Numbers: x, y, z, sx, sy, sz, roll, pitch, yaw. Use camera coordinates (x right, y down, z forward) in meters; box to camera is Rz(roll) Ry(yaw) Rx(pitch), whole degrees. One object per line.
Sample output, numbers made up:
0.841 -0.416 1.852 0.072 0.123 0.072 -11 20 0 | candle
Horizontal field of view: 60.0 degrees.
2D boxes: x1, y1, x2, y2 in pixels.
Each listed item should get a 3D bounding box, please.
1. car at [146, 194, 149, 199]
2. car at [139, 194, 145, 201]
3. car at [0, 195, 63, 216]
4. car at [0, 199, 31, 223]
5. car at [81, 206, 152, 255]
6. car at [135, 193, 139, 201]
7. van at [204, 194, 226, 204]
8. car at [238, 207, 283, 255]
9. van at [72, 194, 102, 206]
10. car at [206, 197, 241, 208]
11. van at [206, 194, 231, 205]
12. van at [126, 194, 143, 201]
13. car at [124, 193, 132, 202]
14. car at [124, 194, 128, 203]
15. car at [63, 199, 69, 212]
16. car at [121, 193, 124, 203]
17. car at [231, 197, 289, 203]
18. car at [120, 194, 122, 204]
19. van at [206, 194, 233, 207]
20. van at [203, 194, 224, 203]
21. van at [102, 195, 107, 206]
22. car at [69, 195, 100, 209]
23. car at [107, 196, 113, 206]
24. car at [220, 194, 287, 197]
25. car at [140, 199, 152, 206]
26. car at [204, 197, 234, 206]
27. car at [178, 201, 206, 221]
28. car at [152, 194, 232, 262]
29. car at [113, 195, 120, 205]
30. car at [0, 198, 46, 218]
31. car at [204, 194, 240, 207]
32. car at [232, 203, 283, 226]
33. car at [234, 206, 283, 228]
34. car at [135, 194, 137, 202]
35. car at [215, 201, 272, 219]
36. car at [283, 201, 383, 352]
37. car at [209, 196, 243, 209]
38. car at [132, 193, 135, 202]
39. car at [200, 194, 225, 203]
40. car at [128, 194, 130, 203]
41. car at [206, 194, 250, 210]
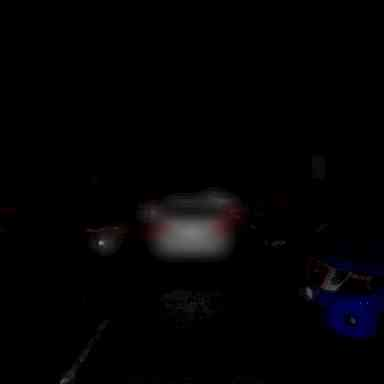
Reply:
-15.573 1.412 92.272 5.566 2.045 2.435 0 0 0 | car
-15.575 1.374 83.937 5.566 2.045 2.435 0 0 0 | car
-15.589 1.287 31.129 5.566 2.045 2.435 0 0 0 | car
-15.624 1.527 25.570 5.008 1.535 2.097 0 0 0 | car
-2.961 1.523 13.511 2.128 1.511 4.902 0 0 1 | car
-15.599 1.608 78.378 4.892 1.521 2.231 0 0 0 | car
4.721 1.383 68.678 4.442 1.987 1.878 0 0 0 | van
4.628 1.511 13.521 5.008 1.535 2.097 0 0 0 | car
-15.730 1.337 47.807 4.442 1.987 1.878 0 0 0 | van
4.609 1.598 49.248 5.008 1.535 2.097 0 0 0 | car
4.725 1.377 60.405 4.442 1.987 1.878 0 0 0 | van
-15.486 1.425 89.495 4.442 1.987 1.878 0 0 0 | van
-15.576 1.460 70.040 4.553 1.767 2.185 0 0 0 | car
-15.604 1.578 64.485 5.008 1.535 2.097 0 0 0 | car
-15.588 1.573 33.909 4.792 1.488 2.163 0 0 0 | car
-15.641 1.450 61.704 4.553 1.767 2.185 0 0 0 | car
4.597 1.415 21.795 4.553 1.767 2.185 0 0 0 | car
-15.605 1.573 58.925 5.008 1.535 2.097 0 0 0 | car
4.495 1.375 54.889 4.442 1.987 1.878 0 0 0 | van
4.718 1.393 74.191 4.442 1.987 1.878 0 0 0 | van
-15.729 1.340 50.586 4.442 1.987 1.878 0 0 0 | van
-15.608 1.561 45.027 4.892 1.521 2.231 0 0 0 | car
-15.614 1.609 53.366 4.674 1.452 2.002 0 0 0 | car
4.599 1.299 24.553 5.566 2.045 2.435 0 0 0 | car
-2.967 1.544 28.415 1.837 1.490 4.892 0 -1 0 | car
4.615 1.602 57.647 5.008 1.535 2.097 0 0 0 | car
0.028 1.532 28.209 2.128 1.511 4.902 0 -2 0 | car
0.027 1.250 12.365 2.150 2.045 5.566 0 0 1 | car
-15.426 1.568 56.145 5.366 1.575 1.946 0 0 0 | car
-15.612 1.534 28.350 4.892 1.521 2.231 0 0 0 | car
4.641 1.349 52.131 5.566 2.045 2.435 0 0 0 | car
4.627 1.571 19.166 4.674 1.452 2.002 0 0 0 | car
4.629 1.561 16.278 4.674 1.452 2.002 0 0 0 | car
-15.603 1.639 75.599 4.674 1.452 2.002 0 0 0 | car
4.595 1.597 30.068 4.792 1.488 2.163 0 0 0 | car
4.609 1.237 5.250 5.566 2.045 2.435 0 0 0 | car
4.647 1.471 46.492 4.553 1.767 2.185 0 0 0 | car
-15.575 1.467 72.820 4.553 1.767 2.185 0 0 0 | car
4.628 1.373 76.949 5.566 2.045 2.435 0 0 0 | car
-15.614 1.583 67.262 4.892 1.521 2.231 0 0 0 | car
4.646 1.343 43.857 5.566 2.045 2.435 0 0 0 | car
